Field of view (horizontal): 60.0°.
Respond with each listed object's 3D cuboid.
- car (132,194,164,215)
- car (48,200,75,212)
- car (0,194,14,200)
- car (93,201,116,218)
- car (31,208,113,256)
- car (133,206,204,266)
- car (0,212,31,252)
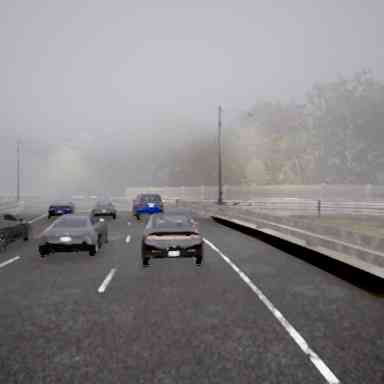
[{"bbox_3d":[-3.732,1.149,27.922,2.150,2.045,5.566,0,0,-14],"label":"car"},{"bbox_3d":[-11.386,1.430,29.224,1.882,1.535,5.008,0,0,-16],"label":"car"},{"bbox_3d":[-46.851,1.302,82.189,4.902,1.511,2.128,0,0,37],"label":"car"},{"bbox_3d":[-7.663,1.504,28.916,1.994,1.385,4.181,0,0,-15],"label":"car"},{"bbox_3d":[-4.479,1.540,13.100,1.994,1.385,4.181,0,0,-7],"label":"car"},{"bbox_3d":[-0.751,1.459,11.459,2.128,1.511,4.902,0,0,-6],"label":"car"},{"bbox_3d":[-8.054,1.513,13.466,1.812,1.442,4.674,0,0,-8],"label":"car"}]
